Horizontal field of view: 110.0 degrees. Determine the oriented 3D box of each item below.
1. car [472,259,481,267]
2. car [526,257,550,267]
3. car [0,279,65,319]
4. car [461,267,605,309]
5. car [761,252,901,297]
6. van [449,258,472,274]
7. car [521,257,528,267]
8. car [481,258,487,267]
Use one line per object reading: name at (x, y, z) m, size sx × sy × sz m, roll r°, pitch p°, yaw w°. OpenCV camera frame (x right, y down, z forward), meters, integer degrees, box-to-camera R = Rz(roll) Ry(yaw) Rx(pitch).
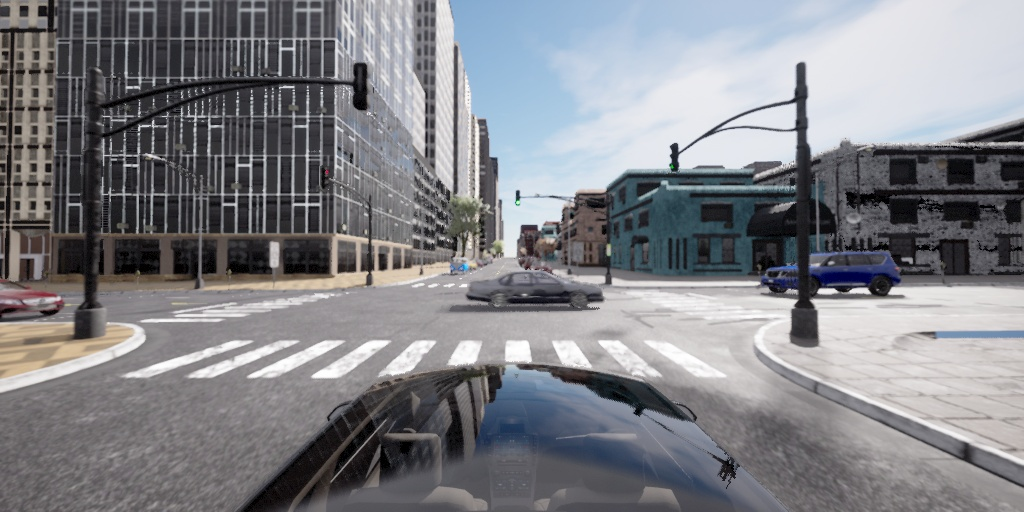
car at (-5.795, 1.250, 50.435) m, size 1.751 × 1.417 × 4.829 m, roll 0°, pitch 0°, yaw 0°
car at (2.622, 1.174, 33.640) m, size 1.967 × 1.591 × 4.097 m, roll 0°, pitch 0°, yaw 0°
car at (-17.441, 1.407, 11.757) m, size 4.207 × 1.307 × 1.802 m, roll 0°, pitch 0°, yaw 0°
car at (0.861, 1.292, 14.304) m, size 5.357 × 1.411 × 2.033 m, roll 0°, pitch 0°, yaw 0°
car at (15.258, 0.832, 17.323) m, size 5.566 × 2.045 × 2.150 m, roll -1°, pitch -1°, yaw 0°
van at (-5.771, 1.072, 39.257) m, size 1.690 × 1.789 × 3.998 m, roll 0°, pitch 0°, yaw 0°
car at (2.598, 1.042, 44.987) m, size 2.192 × 1.841 × 5.009 m, roll 0°, pitch 0°, yaw 0°
car at (-5.820, 1.300, 61.953) m, size 1.802 × 1.307 × 4.207 m, roll 0°, pitch 0°, yaw 0°
